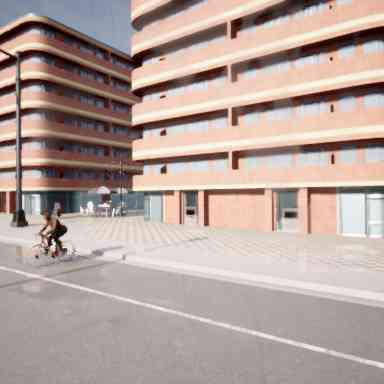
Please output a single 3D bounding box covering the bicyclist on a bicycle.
[{"bbox_3d":[-4.307,1.435,10.229,0.582,1.620,1.656,0,0,34],"label":"bicyclist on a bicycle"}]
